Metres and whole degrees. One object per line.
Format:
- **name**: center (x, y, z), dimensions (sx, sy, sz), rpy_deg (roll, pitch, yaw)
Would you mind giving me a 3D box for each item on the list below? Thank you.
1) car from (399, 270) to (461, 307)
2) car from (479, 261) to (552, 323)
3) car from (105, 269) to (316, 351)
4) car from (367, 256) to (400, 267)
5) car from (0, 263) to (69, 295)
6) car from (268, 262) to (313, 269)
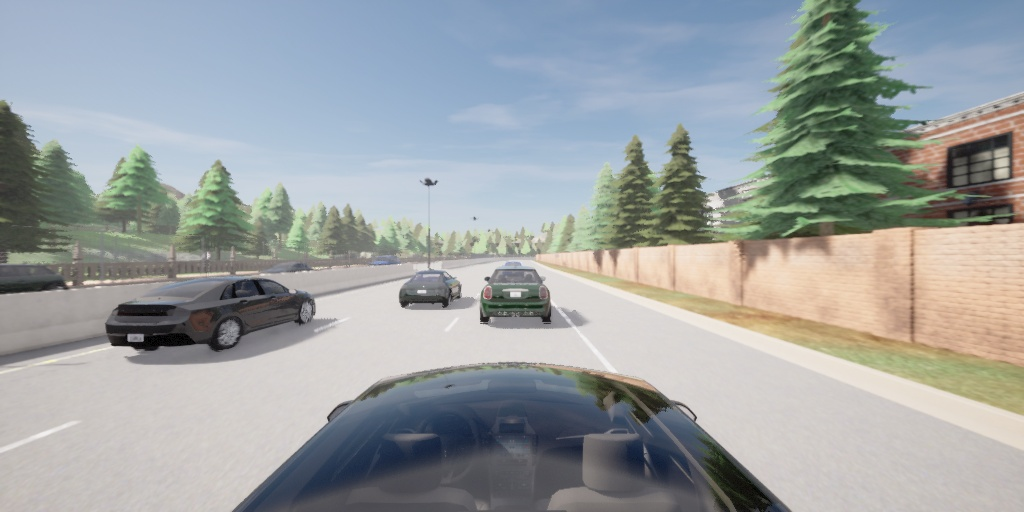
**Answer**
- **car**: center (-3.397, 1.314, 15.529), dimensions (1.994, 1.385, 4.181), rpy_deg (0, 0, 0)
- **car**: center (0.101, 1.102, 12.190), dimensions (2.097, 1.767, 4.553), rpy_deg (0, 0, 0)
- **car**: center (-6.899, 1.255, 8.996), dimensions (1.837, 1.490, 4.892), rpy_deg (0, 0, 0)
- **car**: center (-14.089, 0.975, 39.755), dimensions (2.150, 2.045, 5.566), rpy_deg (0, 0, 0)
- **car**: center (-21.095, 1.103, 14.169), dimensions (2.097, 1.767, 4.553), rpy_deg (0, 0, 0)
- **car**: center (-17.591, 1.258, 28.233), dimensions (1.837, 1.490, 4.892), rpy_deg (0, 0, 0)
